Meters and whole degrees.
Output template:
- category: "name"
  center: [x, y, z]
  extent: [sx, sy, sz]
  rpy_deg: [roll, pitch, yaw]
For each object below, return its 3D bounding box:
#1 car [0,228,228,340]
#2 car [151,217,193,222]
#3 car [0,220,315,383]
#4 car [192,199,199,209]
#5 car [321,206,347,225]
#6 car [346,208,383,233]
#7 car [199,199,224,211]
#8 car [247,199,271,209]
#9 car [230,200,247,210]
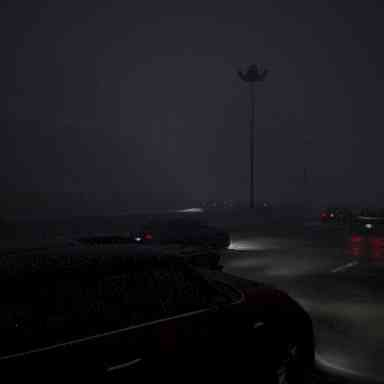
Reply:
- category: "car"
  center: [-1.545, 1.645, 7.315]
  extent: [4.718, 1.301, 1.895]
  rpy_deg: [1, -1, -39]
- category: "car"
  center: [-0.443, 1.659, 12.952]
  extent: [4.181, 1.385, 1.994]
  rpy_deg: [1, -1, -42]
- category: "car"
  center: [-0.676, 1.375, 3.622]
  extent: [4.553, 1.767, 2.097]
  rpy_deg: [1, -1, -37]
- category: "car"
  center: [1.460, 1.914, 53.684]
  extent: [2.128, 1.511, 4.902]
  rpy_deg: [0, -1, 17]
- category: "car"
  center: [12.000, 1.848, 27.289]
  extent: [2.033, 1.411, 5.357]
  rpy_deg: [0, -1, 33]
- category: "car"
  center: [11.623, 1.740, 20.939]
  extent: [2.128, 1.511, 4.902]
  rpy_deg: [0, -1, 38]
- category: "car"
  center: [3.162, 1.745, 48.202]
  extent: [2.097, 1.767, 4.553]
  rpy_deg: [0, -1, 21]
- category: "car"
  center: [9.369, 1.768, 44.992]
  extent: [2.097, 1.767, 4.553]
  rpy_deg: [0, -1, 22]
- category: "car"
  center: [6.814, 1.925, 47.957]
  extent: [1.837, 1.490, 4.892]
  rpy_deg: [0, -1, 21]
